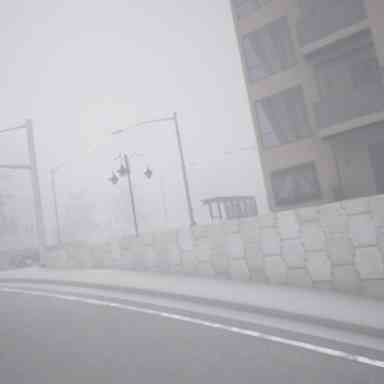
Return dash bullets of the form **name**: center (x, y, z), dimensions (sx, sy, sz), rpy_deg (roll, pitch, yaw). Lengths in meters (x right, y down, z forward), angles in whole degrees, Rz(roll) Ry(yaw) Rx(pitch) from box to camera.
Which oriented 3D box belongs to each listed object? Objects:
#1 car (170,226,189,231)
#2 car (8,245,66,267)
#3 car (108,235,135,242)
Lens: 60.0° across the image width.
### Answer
- **car**: center (-1.852, 5.397, 44.599), dimensions (1.882, 1.535, 5.008), rpy_deg (-14, -8, 36)
- **car**: center (-13.333, 5.482, 28.995), dimensions (1.837, 1.490, 4.892), rpy_deg (-14, -8, 36)
- **car**: center (-7.858, 5.474, 36.424), dimensions (1.812, 1.442, 4.674), rpy_deg (-14, -8, 35)
